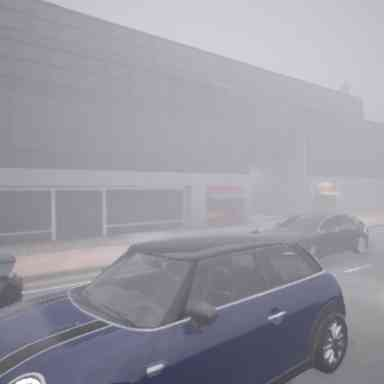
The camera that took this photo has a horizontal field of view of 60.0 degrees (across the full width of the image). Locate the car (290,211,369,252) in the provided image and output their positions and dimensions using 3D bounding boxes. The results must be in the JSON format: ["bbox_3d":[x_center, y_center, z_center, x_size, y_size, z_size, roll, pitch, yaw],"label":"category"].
[{"bbox_3d":[4.215,1.446,11.412,4.892,1.490,1.837,-1,0,-36],"label":"car"}]

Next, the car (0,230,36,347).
[{"bbox_3d":[-5.068,1.566,4.619,4.902,1.511,2.128,-1,0,-36],"label":"car"}]

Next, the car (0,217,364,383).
[{"bbox_3d":[-0.160,1.357,3.889,4.553,1.767,2.097,-1,0,-38],"label":"car"}]
